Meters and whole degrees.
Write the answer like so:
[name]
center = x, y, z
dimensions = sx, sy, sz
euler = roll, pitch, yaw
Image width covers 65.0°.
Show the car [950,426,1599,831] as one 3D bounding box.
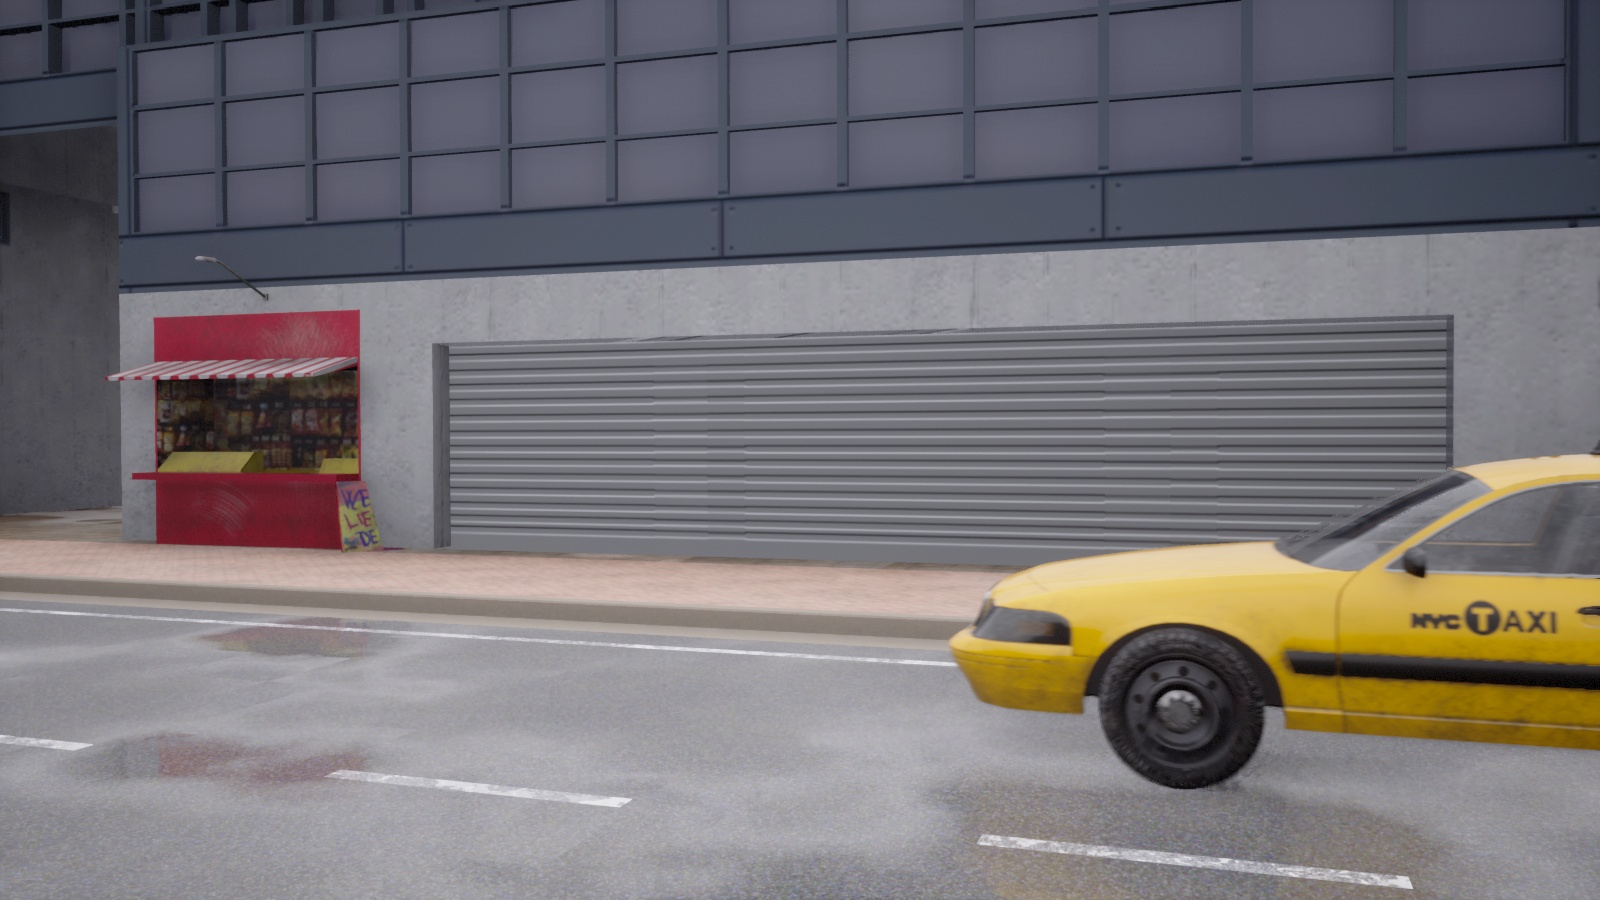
[car]
center = 3.513, 0.687, 5.703
dimensions = 5.366, 1.575, 1.801
euler = 1, 1, 18
